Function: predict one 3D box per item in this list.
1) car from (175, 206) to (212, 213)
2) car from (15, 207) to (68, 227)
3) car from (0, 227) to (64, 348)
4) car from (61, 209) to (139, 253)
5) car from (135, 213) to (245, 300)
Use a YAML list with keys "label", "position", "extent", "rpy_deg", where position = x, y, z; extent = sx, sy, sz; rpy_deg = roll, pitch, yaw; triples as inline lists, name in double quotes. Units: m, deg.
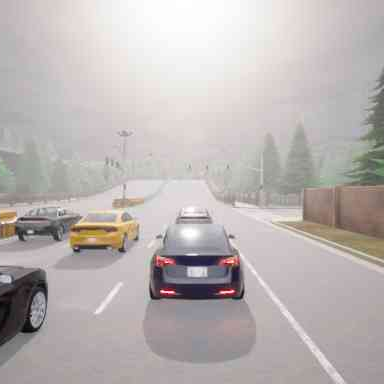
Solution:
- label: "car"
  position: [0.093, 1.491, 17.514]
  extent: [2.128, 1.511, 4.902]
  rpy_deg: [0, 0, 0]
- label: "car"
  position: [-6.905, 1.491, 16.624]
  extent: [2.128, 1.511, 4.902]
  rpy_deg: [0, 0, 0]
- label: "car"
  position: [-3.400, 1.478, 3.760]
  extent: [1.882, 1.535, 5.008]
  rpy_deg: [0, 0, 0]
- label: "car"
  position: [-3.404, 1.478, 13.777]
  extent: [1.882, 1.535, 5.008]
  rpy_deg: [0, 0, 0]
- label: "car"
  position: [0.098, 1.503, 8.423]
  extent: [2.163, 1.488, 4.792]
  rpy_deg: [0, 0, 0]
